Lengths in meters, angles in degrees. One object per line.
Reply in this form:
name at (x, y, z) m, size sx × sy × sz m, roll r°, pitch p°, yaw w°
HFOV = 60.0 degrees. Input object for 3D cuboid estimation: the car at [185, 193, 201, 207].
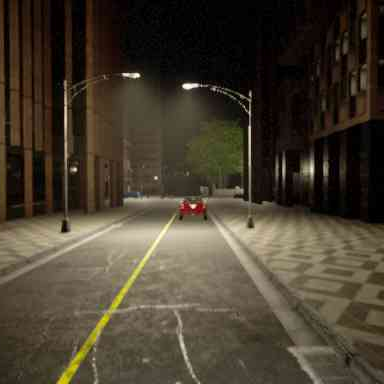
car at (0.093, 0.992, 45.077) m, size 2.097 × 1.767 × 4.553 m, roll 0°, pitch 0°, yaw 0°

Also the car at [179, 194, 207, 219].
car at (0.095, 1.134, 26.846) m, size 2.097 × 1.767 × 4.553 m, roll 0°, pitch 0°, yaw 0°

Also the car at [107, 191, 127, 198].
car at (-20.002, 0.544, 88.940) m, size 5.009 × 1.841 × 2.192 m, roll 0°, pitch 1°, yaw 0°

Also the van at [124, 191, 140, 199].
van at (-14.594, 0.769, 80.391) m, size 3.998 × 1.788 × 1.690 m, roll 0°, pitch 1°, yaw 0°

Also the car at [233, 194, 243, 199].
car at (12.063, 1.046, 80.268) m, size 4.313 × 1.339 × 1.947 m, roll 0°, pitch 1°, yaw 0°
